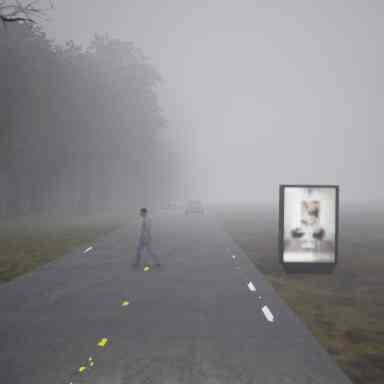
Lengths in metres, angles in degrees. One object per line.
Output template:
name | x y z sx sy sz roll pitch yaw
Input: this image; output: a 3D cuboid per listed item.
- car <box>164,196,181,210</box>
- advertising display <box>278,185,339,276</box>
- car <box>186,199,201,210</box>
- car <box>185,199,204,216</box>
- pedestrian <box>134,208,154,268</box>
car | -2.640 1.456 45.904 2.097 1.767 4.553 0 0 0
advertising display | 3.178 1.029 9.105 1.540 2.440 0.280 1 1 0
car | 0.262 1.665 45.142 1.994 1.385 4.181 0 0 1
car | 0.251 1.611 33.994 2.033 1.411 5.357 0 0 -1
pedestrian | -1.401 1.301 9.772 0.375 1.860 0.375 -1 1 0
